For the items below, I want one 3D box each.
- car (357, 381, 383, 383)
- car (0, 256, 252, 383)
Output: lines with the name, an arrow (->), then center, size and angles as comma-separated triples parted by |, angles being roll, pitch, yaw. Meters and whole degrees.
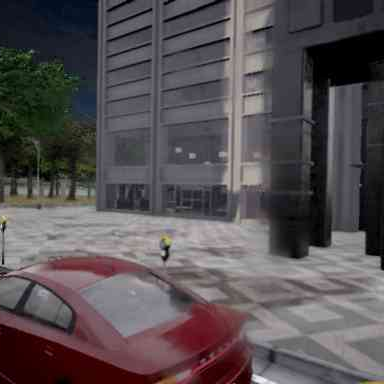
car -> 2.783, 1.561, 0.978 | 4.829, 1.417, 1.752 | 1, 1, 35
car -> -1.509, 1.469, 4.032 | 4.507, 1.381, 1.887 | 1, 1, 35
